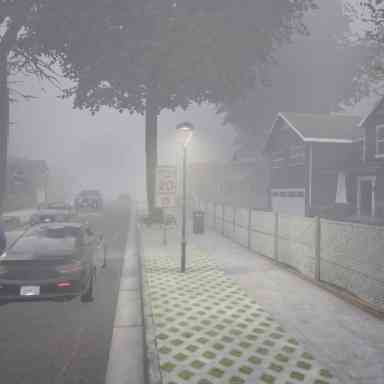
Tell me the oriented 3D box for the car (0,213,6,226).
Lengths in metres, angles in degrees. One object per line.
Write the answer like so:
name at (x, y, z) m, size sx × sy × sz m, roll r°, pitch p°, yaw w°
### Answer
car at (-5.803, 1.101, 6.889) m, size 2.150 × 2.045 × 5.566 m, roll 1°, pitch 1°, yaw -10°

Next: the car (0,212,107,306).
car at (-3.063, 1.439, 7.768) m, size 1.812 × 1.442 × 4.674 m, roll 1°, pitch 1°, yaw -10°

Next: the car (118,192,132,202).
car at (-10.515, 0.800, 51.926) m, size 1.837 × 1.490 × 4.892 m, roll 1°, pitch 1°, yaw -10°

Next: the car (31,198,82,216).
car at (-7.944, 1.297, 19.388) m, size 1.994 × 1.385 × 4.181 m, roll 1°, pitch 1°, yaw -10°

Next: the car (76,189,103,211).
car at (-10.311, 0.767, 33.500) m, size 2.150 × 2.045 × 5.566 m, roll 1°, pitch 0°, yaw -8°
